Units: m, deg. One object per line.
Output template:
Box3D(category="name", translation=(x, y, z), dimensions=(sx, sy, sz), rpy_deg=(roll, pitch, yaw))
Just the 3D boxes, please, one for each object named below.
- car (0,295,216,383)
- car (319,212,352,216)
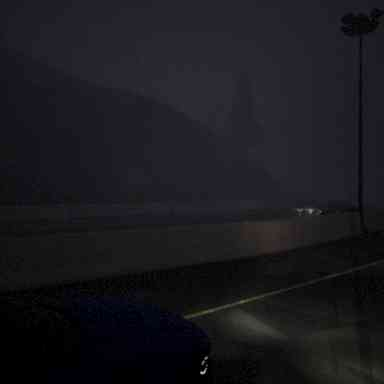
Box3D(category="car", translation=(-2.076, 1.482, 2.357), dimensions=(5.008, 1.535, 1.882), rpy_deg=(0, 0, -36))
Box3D(category="car", translation=(12.612, 1.596, 28.428), dimensions=(4.674, 1.442, 1.812), rpy_deg=(0, 0, -44))
